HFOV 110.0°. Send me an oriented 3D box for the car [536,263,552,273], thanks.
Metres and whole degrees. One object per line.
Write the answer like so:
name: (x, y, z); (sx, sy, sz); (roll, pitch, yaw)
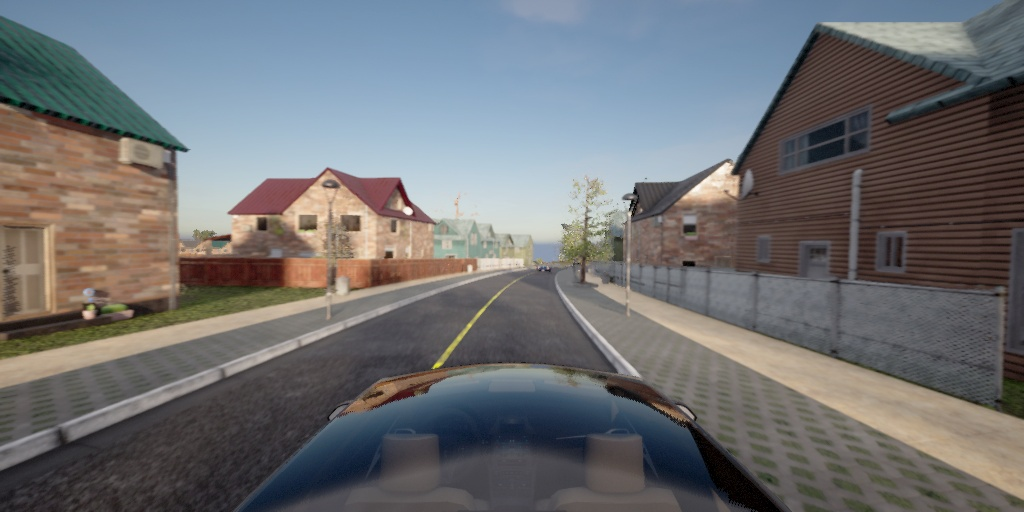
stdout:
car: (4.377, 1.592, 47.943); (1.895, 1.301, 4.718); (1, 0, 10)
